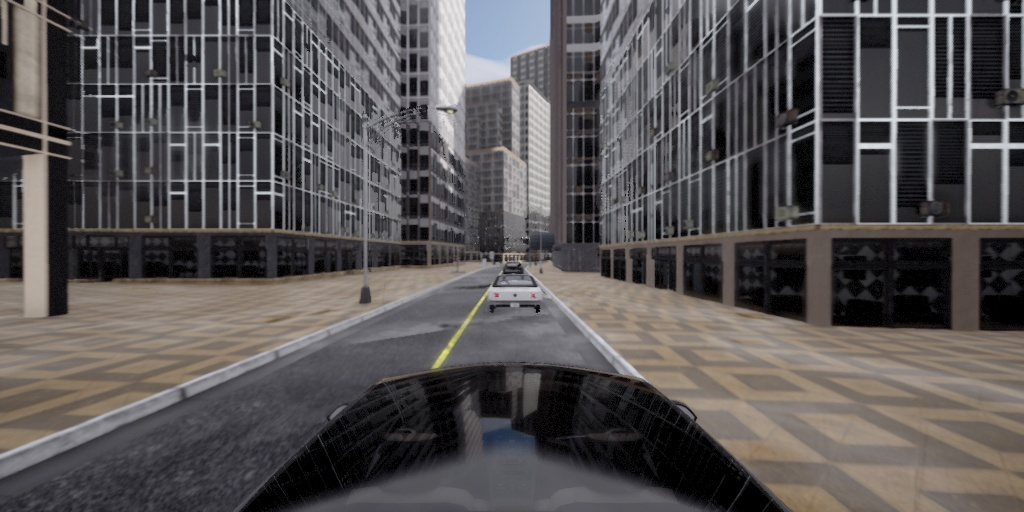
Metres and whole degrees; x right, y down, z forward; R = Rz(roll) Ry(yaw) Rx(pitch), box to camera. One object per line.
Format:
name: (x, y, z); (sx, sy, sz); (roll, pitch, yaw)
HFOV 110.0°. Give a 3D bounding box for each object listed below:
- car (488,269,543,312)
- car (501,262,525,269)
car: (0.107, 1.360, 14.210); (1.895, 1.301, 4.718); (0, 0, 0)
car: (0.115, 1.280, 32.096); (1.837, 1.490, 4.892); (0, 0, 0)
